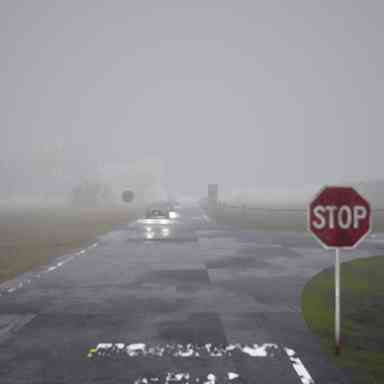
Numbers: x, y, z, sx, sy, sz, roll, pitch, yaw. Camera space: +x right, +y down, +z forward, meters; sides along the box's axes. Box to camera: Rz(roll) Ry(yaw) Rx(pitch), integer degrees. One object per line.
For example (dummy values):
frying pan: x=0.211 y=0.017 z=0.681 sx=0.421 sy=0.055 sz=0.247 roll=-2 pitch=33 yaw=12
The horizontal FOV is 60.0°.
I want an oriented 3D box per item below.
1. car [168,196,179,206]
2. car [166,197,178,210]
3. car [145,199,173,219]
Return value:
car: x=-3.244 y=1.423 z=54.668 sx=2.097 sy=1.767 sz=4.553 roll=0 pitch=0 yaw=0
car: x=-3.101 y=1.643 z=40.324 sx=1.895 sy=1.301 sz=4.718 roll=0 pitch=0 yaw=-1
car: x=-2.987 y=1.590 z=29.736 sx=1.994 sy=1.385 sz=4.181 roll=0 pitch=0 yaw=-1
